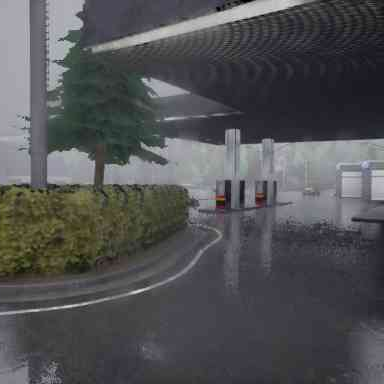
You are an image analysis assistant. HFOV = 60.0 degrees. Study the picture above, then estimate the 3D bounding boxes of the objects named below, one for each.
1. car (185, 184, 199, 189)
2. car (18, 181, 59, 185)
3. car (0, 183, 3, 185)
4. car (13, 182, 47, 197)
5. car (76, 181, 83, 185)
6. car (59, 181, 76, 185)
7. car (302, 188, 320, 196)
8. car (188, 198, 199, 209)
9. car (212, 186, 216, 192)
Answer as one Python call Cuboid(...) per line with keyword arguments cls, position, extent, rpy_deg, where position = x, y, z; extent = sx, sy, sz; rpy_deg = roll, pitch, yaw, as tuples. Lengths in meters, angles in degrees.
Cuboid(cls="car", position=(-0.189, -1.503, 95.514), extent=(4.902, 1.511, 2.128), rpy_deg=(2, 2, 36))
Cuboid(cls="car", position=(-16.305, -0.102, 35.227), extent=(3.866, 1.878, 1.905), rpy_deg=(2, 2, 36))
Cuboid(cls="car", position=(-32.899, -0.830, 55.303), extent=(5.027, 1.636, 2.152), rpy_deg=(2, 2, 36))
Cuboid(cls="car", position=(-20.717, -0.360, 42.519), extent=(4.605, 1.855, 1.932), rpy_deg=(2, 2, 36))
Cuboid(cls="car", position=(-23.967, -1.235, 68.215), extent=(4.605, 1.855, 1.932), rpy_deg=(2, 2, 36))
Cuboid(cls="car", position=(-25.349, -1.182, 65.626), extent=(3.866, 1.878, 1.905), rpy_deg=(2, 2, 36))
Cuboid(cls="car", position=(20.162, -0.030, 56.151), extent=(1.812, 1.442, 4.674), rpy_deg=(2, 2, 36))
Cuboid(cls="car", position=(-1.304, 0.742, 27.136), extent=(1.812, 1.442, 4.674), rpy_deg=(2, 2, 37))
Cuboid(cls="car", position=(6.322, -0.644, 65.236), extent=(5.027, 1.636, 2.152), rpy_deg=(2, 2, 36))
